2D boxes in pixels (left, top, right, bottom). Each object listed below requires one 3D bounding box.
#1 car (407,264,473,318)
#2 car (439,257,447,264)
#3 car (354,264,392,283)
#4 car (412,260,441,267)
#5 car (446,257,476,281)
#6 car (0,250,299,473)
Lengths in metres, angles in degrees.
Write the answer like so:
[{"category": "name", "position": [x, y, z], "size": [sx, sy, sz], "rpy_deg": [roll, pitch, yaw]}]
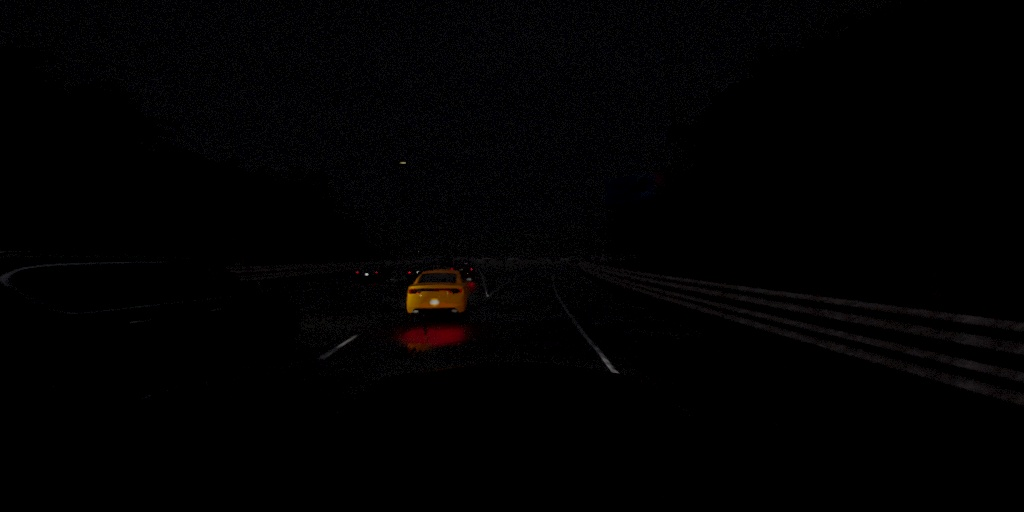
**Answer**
[{"category": "car", "position": [-2.545, 1.234, 13.185], "size": [1.882, 1.535, 5.008], "rpy_deg": [0, 0, -5]}, {"category": "car", "position": [-11.347, 1.147, 62.805], "size": [2.150, 2.045, 5.566], "rpy_deg": [0, 0, -8]}, {"category": "car", "position": [-10.913, 1.346, 28.395], "size": [1.994, 1.385, 4.181], "rpy_deg": [0, 0, -6]}, {"category": "car", "position": [-7.591, 1.331, 30.481], "size": [2.033, 1.411, 5.357], "rpy_deg": [0, 0, -6]}, {"category": "car", "position": [-4.230, 1.133, 30.975], "size": [2.097, 1.767, 4.553], "rpy_deg": [0, 0, -6]}, {"category": "car", "position": [-5.190, 0.973, 4.869], "size": [2.150, 2.045, 5.566], "rpy_deg": [0, 0, -5]}]
